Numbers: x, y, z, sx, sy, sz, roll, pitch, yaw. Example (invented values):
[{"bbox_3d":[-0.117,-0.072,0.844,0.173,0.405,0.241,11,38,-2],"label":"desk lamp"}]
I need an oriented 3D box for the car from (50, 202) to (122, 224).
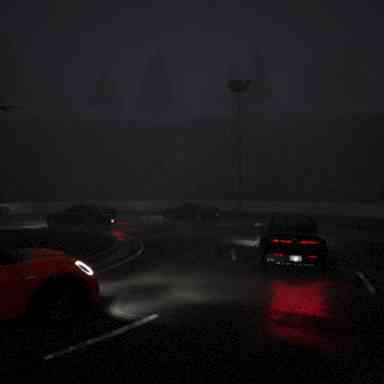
[{"bbox_3d":[-8.155,1.579,25.743,5.008,1.535,1.882,0,-1,12],"label":"car"}]

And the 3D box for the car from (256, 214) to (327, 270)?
[{"bbox_3d":[3.186,1.499,11.126,1.837,1.490,4.892,2,0,11],"label":"car"}]

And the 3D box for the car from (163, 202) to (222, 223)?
[{"bbox_3d":[-0.063,1.517,25.965,5.008,1.535,1.882,-1,-1,39],"label":"car"}]

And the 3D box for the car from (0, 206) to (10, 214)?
[{"bbox_3d":[-17.631,1.703,27.387,4.674,1.442,1.812,0,-1,-25],"label":"car"}]

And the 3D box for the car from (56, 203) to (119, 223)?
[{"bbox_3d":[-7.319,1.595,21.974,4.892,1.490,1.837,0,-2,21],"label":"car"}]

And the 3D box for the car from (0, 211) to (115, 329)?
[{"bbox_3d":[-3.907,1.392,5.513,4.553,1.767,2.097,0,0,-37],"label":"car"}]
